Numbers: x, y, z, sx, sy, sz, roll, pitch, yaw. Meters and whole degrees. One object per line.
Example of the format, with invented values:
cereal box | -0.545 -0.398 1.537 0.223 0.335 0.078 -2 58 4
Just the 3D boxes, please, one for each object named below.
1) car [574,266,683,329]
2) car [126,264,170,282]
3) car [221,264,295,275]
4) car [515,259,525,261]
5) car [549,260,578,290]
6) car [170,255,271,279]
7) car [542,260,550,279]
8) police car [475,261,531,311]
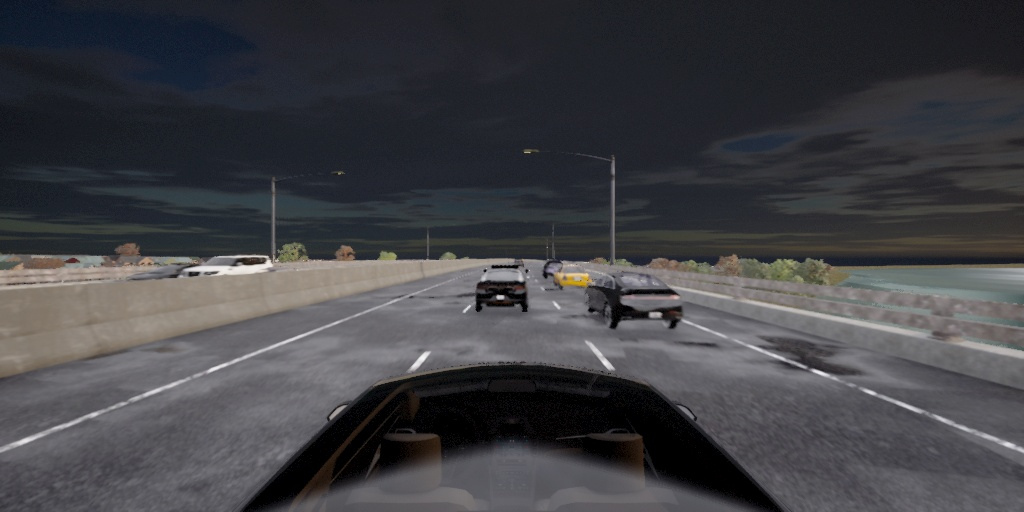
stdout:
car | 3.526 1.240 11.217 2.128 1.511 4.902 0 0 0
car | -20.955 1.243 22.408 1.837 1.490 4.892 0 0 1
car | -13.980 1.342 20.917 1.895 1.301 4.718 0 0 1
car | 1.159 1.329 62.371 1.837 1.490 4.892 0 0 2
car | 3.626 1.209 22.330 1.801 1.575 5.366 0 0 1
car | -17.460 0.961 22.381 2.150 2.045 5.566 0 0 1
car | 3.790 1.200 33.061 2.033 1.649 4.856 0 0 1
police car | -0.280 1.171 14.636 1.930 1.638 5.238 0 0 3
